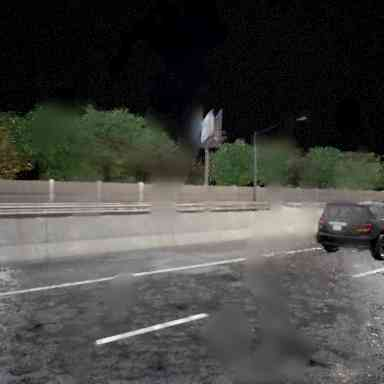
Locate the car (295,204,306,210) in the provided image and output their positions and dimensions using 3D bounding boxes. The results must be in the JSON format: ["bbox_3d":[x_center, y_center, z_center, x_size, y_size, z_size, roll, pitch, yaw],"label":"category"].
[{"bbox_3d":[13.300,1.952,34.974,4.181,1.385,1.994,1,-1,-35],"label":"car"}]

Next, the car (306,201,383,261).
[{"bbox_3d":[7.280,1.382,13.239,5.566,2.045,2.150,1,0,-36],"label":"car"}]

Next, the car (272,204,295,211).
[{"bbox_3d":[11.282,1.989,37.836,4.718,1.301,1.895,1,-1,-35],"label":"car"}]

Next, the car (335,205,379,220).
[{"bbox_3d":[16.332,2.006,32.838,4.718,1.301,1.895,1,-1,-35],"label":"car"}]
